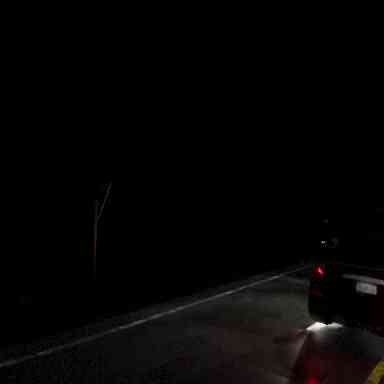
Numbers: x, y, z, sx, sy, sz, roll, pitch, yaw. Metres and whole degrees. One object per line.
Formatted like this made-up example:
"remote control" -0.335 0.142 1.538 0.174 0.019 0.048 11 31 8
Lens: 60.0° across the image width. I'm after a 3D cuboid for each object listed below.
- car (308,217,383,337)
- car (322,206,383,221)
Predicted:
"car" 4.184 1.526 6.389 4.553 1.767 2.097 3 -2 -42
"car" 5.771 1.510 11.024 2.150 2.045 5.566 0 -2 35
